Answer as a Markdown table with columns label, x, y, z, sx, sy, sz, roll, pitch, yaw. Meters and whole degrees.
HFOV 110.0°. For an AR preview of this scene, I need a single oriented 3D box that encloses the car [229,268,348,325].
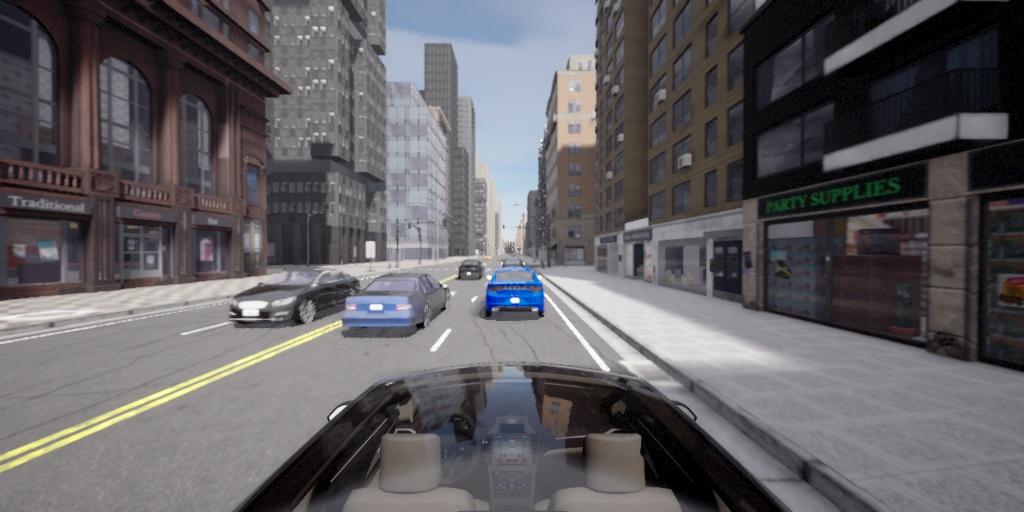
| label | x | y | z | sx | sy | sz | roll | pitch | yaw |
| --- | --- | --- | --- | --- | --- | --- | --- | --- | --- |
| car | -6.610 | 1.150 | 11.518 | 2.128 | 1.511 | 4.902 | 0 | 1 | 0 |

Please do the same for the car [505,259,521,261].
| label | x | y | z | sx | sy | sz | roll | pitch | yaw |
| --- | --- | --- | --- | --- | --- | --- | --- | --- | --- |
| car | 0.073 | 0.973 | 29.870 | 1.882 | 1.535 | 5.008 | 0 | 0 | 0 |

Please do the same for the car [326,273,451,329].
| label | x | y | z | sx | sy | sz | roll | pitch | yaw |
| --- | --- | --- | --- | --- | --- | --- | --- | --- | --- |
| car | -3.159 | 1.212 | 10.849 | 2.033 | 1.411 | 5.357 | 0 | 1 | 0 |

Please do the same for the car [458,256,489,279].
| label | x | y | z | sx | sy | sz | roll | pitch | yaw |
| --- | --- | --- | --- | --- | --- | --- | --- | --- | --- |
| car | -3.176 | 1.010 | 28.754 | 1.837 | 1.490 | 4.892 | 0 | 0 | 0 |

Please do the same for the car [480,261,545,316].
| label | x | y | z | sx | sy | sz | roll | pitch | yaw |
| --- | --- | --- | --- | --- | --- | --- | --- | --- | --- |
| car | 0.088 | 1.124 | 12.880 | 1.882 | 1.535 | 5.008 | 0 | 0 | 0 |
